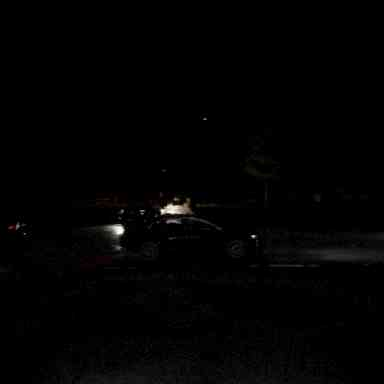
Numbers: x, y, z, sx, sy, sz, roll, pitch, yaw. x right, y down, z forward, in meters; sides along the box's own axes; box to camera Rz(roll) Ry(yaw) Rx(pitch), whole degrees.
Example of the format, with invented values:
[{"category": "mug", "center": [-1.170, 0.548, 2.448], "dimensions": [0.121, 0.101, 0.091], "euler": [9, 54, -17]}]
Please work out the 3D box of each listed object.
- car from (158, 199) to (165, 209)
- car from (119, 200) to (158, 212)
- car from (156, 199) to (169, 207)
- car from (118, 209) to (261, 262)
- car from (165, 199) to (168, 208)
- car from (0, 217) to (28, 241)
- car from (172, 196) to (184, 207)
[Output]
[{"category": "car", "center": [-4.409, 1.692, 37.029], "dimensions": [1.882, 1.535, 5.008], "euler": [1, 0, -2]}, {"category": "car", "center": [-4.311, 1.486, 26.369], "dimensions": [2.097, 1.767, 4.553], "euler": [1, 0, 4]}, {"category": "car", "center": [-5.412, 1.960, 62.065], "dimensions": [2.033, 1.411, 5.357], "euler": [1, 0, -2]}, {"category": "car", "center": [-0.048, 1.526, 11.821], "dimensions": [4.902, 1.511, 2.128], "euler": [-1, 0, -2]}, {"category": "car", "center": [-4.893, 1.867, 48.779], "dimensions": [1.994, 1.385, 4.181], "euler": [1, -1, -2]}, {"category": "car", "center": [-10.470, 1.653, 15.128], "dimensions": [5.357, 1.411, 2.033], "euler": [-1, 1, -2]}, {"category": "car", "center": [-2.485, 1.923, 60.709], "dimensions": [2.128, 1.511, 4.902], "euler": [1, -1, -3]}]
